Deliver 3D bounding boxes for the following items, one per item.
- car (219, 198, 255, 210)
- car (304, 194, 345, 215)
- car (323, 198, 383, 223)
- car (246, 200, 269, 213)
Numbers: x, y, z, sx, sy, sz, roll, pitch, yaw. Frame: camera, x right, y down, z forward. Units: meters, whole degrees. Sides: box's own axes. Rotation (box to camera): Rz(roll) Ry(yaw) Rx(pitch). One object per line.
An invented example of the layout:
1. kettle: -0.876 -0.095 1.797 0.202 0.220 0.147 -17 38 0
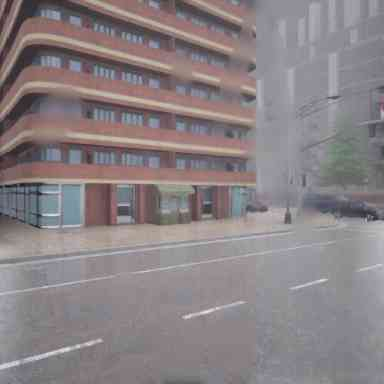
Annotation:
1. car: 5.764 1.525 43.059 1.812 1.442 4.674 0 0 -36
2. car: 13.668 1.220 32.283 2.150 2.045 5.566 0 0 -36
3. car: 13.223 1.492 26.077 2.128 1.511 4.902 0 0 -27
4. car: 6.374 1.564 36.299 1.994 1.385 4.181 0 0 -36
